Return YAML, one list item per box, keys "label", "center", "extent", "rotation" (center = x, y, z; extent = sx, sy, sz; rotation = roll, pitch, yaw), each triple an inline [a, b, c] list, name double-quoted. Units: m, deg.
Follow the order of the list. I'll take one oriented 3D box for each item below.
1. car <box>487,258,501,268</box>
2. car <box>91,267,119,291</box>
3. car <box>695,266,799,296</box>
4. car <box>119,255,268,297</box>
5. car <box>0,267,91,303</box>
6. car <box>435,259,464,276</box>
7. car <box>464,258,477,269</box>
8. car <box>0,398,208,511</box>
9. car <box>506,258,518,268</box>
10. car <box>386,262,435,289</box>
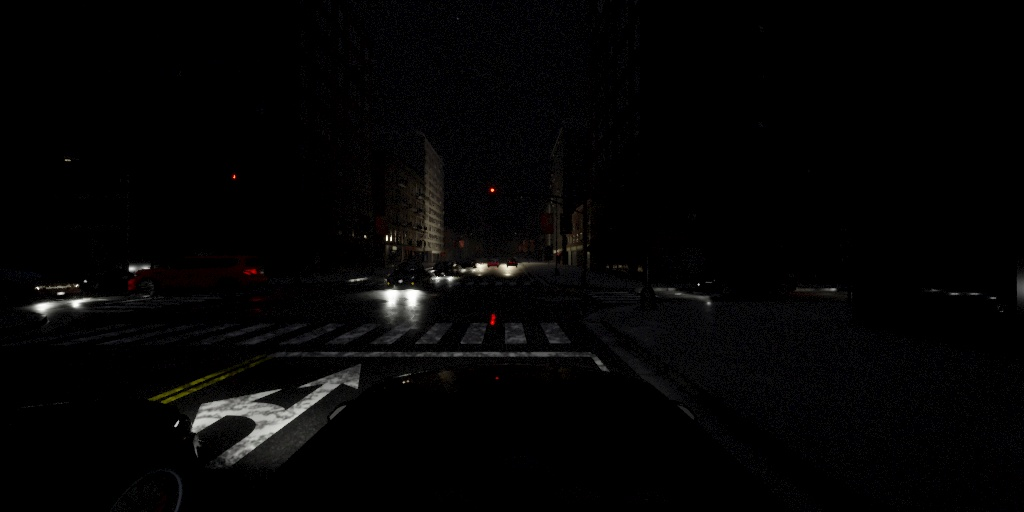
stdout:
- label: "car"
  center: [-3.242, 1.341, 62.608]
  extent: [1.895, 1.301, 4.718]
  rotation: [0, 0, 0]
- label: "car"
  center: [-25.372, 1.329, 21.598]
  extent: [4.313, 1.339, 1.948]
  rotation: [0, 0, 0]
- label: "car"
  center: [12.459, 1.294, 19.202]
  extent: [4.892, 1.490, 1.837]
  rotation: [0, 0, 2]
- label: "car"
  center: [-16.127, 0.977, 18.769]
  extent: [5.566, 2.045, 2.150]
  rotation: [0, 1, -14]
- label: "car"
  center: [-22.895, 1.290, 16.100]
  extent: [5.357, 1.411, 2.033]
  rotation: [0, 0, 0]
- label: "car"
  center: [-6.596, 1.295, 36.688]
  extent: [2.033, 1.411, 5.357]
  rotation: [0, 0, 0]
- label: "car"
  center: [-6.580, 1.094, 55.108]
  extent: [2.097, 1.767, 4.553]
  rotation: [0, 0, 0]
- label: "car"
  center: [-3.245, 1.276, 0.749]
  extent: [1.812, 1.442, 4.674]
  rotation: [0, 0, 0]
- label: "car"
  center: [0.008, 1.245, 62.161]
  extent: [1.837, 1.490, 4.892]
  rotation: [0, 0, 0]
- label: "car"
  center: [-6.598, 1.322, 23.218]
  extent: [1.994, 1.385, 4.181]
  rotation: [0, 0, 0]
